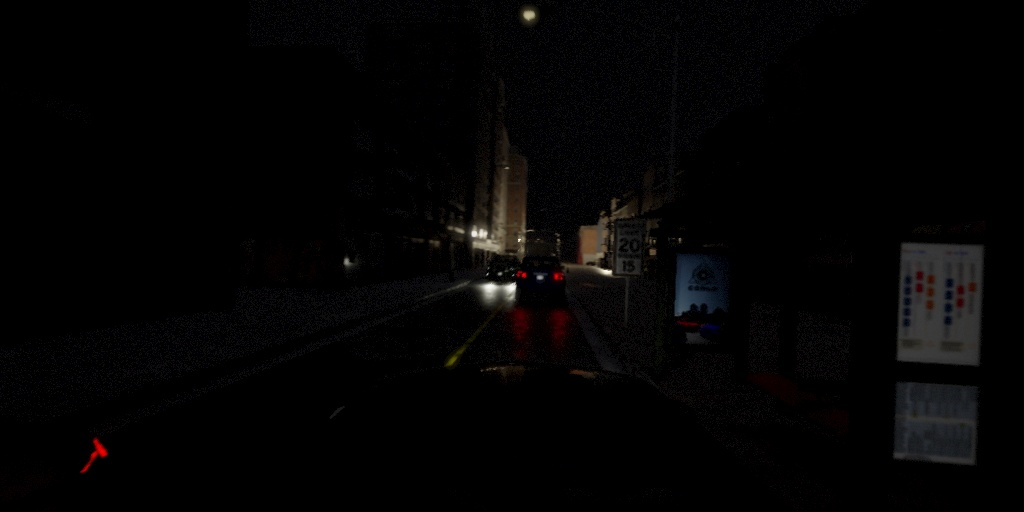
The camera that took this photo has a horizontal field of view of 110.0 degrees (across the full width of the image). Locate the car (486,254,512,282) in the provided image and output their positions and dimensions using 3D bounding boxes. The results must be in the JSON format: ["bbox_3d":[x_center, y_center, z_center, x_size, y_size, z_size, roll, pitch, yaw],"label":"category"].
[{"bbox_3d":[-0.569,0.899,27.971,2.150,2.045,5.566,2,0,5],"label":"car"}]

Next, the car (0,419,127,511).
[{"bbox_3d":[-3.173,1.193,0.186,1.994,1.385,4.181,2,0,5],"label":"car"}]

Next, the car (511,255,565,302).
[{"bbox_3d":[1.424,0.996,17.634,2.150,2.045,5.566,2,0,5],"label":"car"}]
